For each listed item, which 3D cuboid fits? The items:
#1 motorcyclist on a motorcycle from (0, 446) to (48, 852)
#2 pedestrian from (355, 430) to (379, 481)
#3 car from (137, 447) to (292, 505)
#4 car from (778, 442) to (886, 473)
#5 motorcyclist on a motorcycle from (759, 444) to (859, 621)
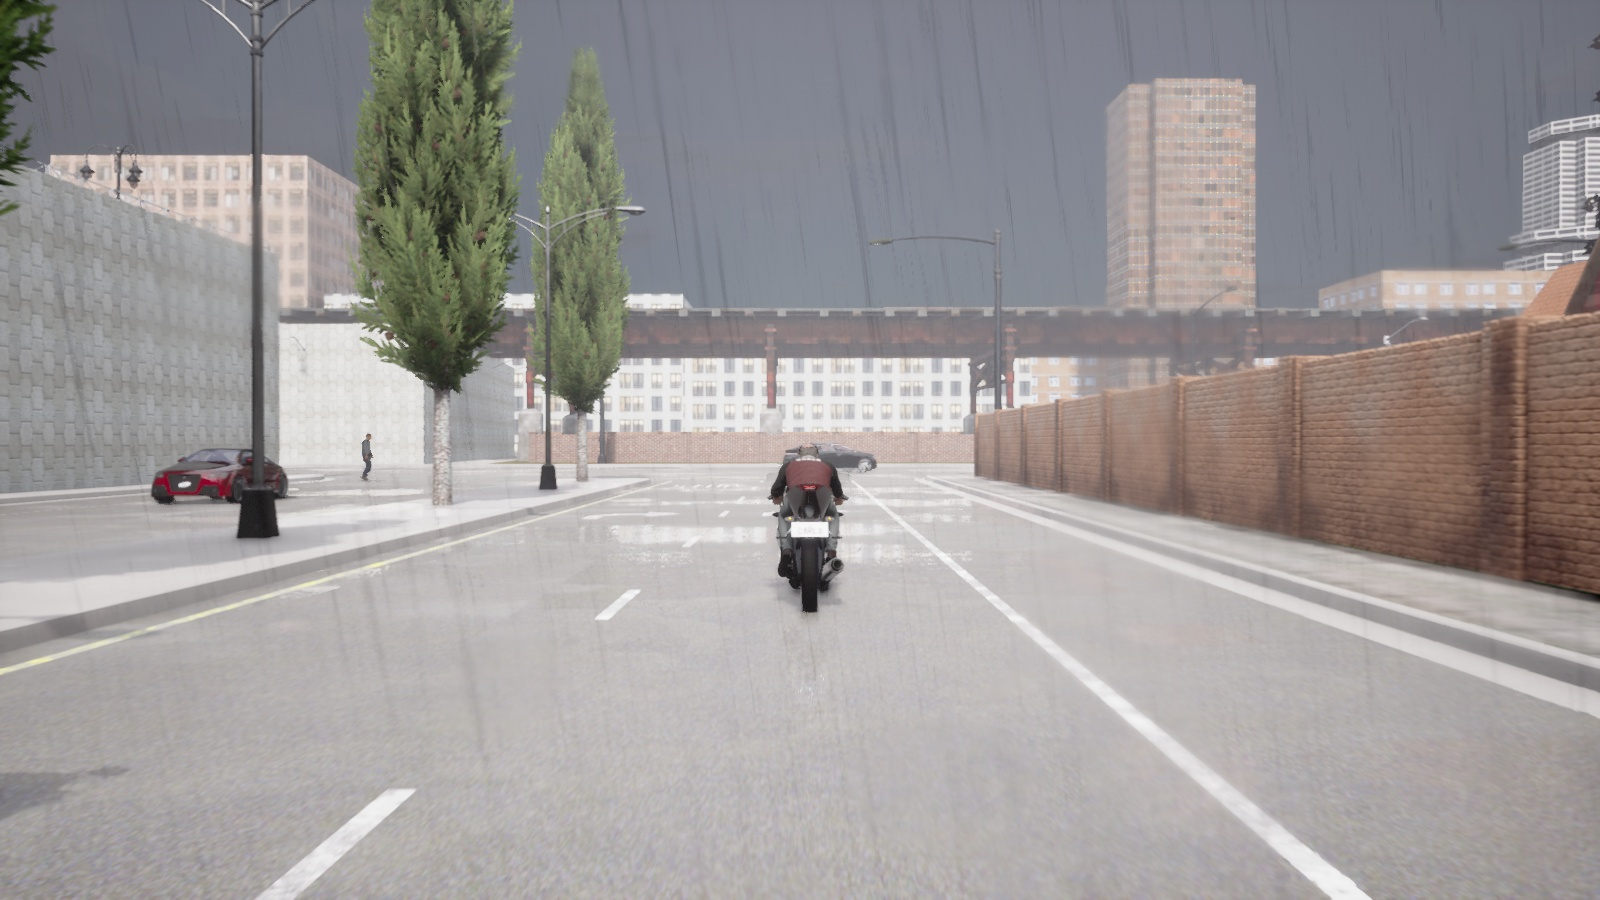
[{"bbox_3d":[-3.461,0.756,3.949,0.866,1.530,2.191,0,0,0],"label":"motorcyclist on a motorcycle"},{"bbox_3d":[-16.506,0.214,47.880,0.788,1.949,0.423,0,0,-11],"label":"pedestrian"},{"bbox_3d":[-14.802,0.618,32.042,1.994,1.385,4.181,0,0,0],"label":"car"},{"bbox_3d":[1.604,0.353,62.222,4.902,1.511,2.128,0,0,-27],"label":"car"},{"bbox_3d":[0.078,0.714,12.017,0.866,1.530,2.191,0,0,0],"label":"motorcyclist on a motorcycle"}]
